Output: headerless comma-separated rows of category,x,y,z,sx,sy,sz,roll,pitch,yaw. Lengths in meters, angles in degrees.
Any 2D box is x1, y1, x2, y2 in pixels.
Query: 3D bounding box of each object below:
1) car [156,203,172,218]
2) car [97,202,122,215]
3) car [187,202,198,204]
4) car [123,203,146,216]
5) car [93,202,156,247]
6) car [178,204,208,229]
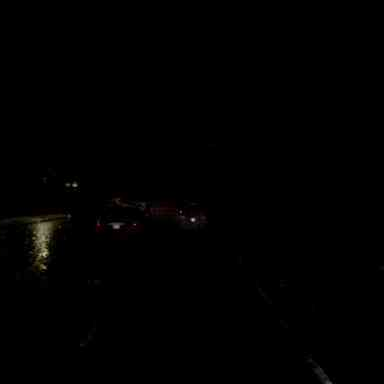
car,-3.192,1.879,34.722,2.033,1.411,5.357,0,-1,0
car,-9.892,1.908,40.070,1.812,1.442,4.674,0,-1,0
car,0.050,1.912,40.573,1.812,1.442,4.674,0,-1,0
car,-6.644,1.971,38.853,1.895,1.301,4.718,0,-1,0
car,-3.169,1.508,16.062,2.097,1.767,4.553,0,-1,0
car,0.072,1.789,23.426,1.994,1.385,4.181,0,-1,0
